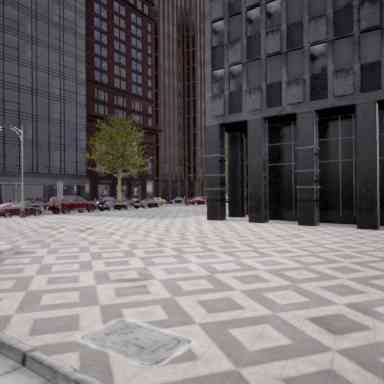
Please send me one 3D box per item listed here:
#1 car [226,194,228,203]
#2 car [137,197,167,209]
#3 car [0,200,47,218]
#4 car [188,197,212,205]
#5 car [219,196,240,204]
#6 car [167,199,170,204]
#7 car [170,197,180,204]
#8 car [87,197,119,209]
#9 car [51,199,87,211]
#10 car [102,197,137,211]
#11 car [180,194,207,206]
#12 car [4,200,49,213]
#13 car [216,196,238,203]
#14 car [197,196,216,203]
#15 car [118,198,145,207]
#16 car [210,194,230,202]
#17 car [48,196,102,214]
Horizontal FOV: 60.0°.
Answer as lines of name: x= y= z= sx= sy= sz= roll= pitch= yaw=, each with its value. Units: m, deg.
car: x=3.826 y=1.222 z=57.154 sx=2.192 sy=1.841 sz=5.009 roll=-1 pitch=0 yaw=35
car: x=-5.760 y=1.508 z=43.215 sx=1.947 sy=1.339 sz=4.313 roll=-1 pitch=0 yaw=35
car: x=-15.348 y=1.576 z=29.279 sx=1.802 sy=1.307 sz=4.206 roll=-1 pitch=0 yaw=35
car: x=1.478 y=1.539 z=58.274 sx=1.895 sy=1.301 sz=4.718 roll=-1 pitch=0 yaw=34
car: x=7.024 y=1.463 z=61.797 sx=1.947 sy=1.339 sz=4.313 roll=-1 pitch=0 yaw=35
car: x=-6.484 y=1.544 z=57.203 sx=1.752 sy=1.417 sz=4.829 roll=-1 pitch=0 yaw=35
car: x=-3.191 y=1.574 z=61.990 sx=1.947 sy=1.339 sz=4.313 roll=-1 pitch=0 yaw=35
car: x=-12.782 y=1.483 z=48.051 sx=1.967 sy=1.590 sz=4.097 roll=-1 pitch=0 yaw=35
car: x=-15.977 y=1.641 z=43.405 sx=1.802 sy=1.307 sz=4.206 roll=-1 pitch=0 yaw=35
car: x=-8.956 y=1.524 z=38.570 sx=1.947 sy=1.339 sz=4.313 roll=-1 pitch=0 yaw=35
car: x=0.631 y=1.462 z=52.507 sx=1.887 sy=1.381 sz=4.507 roll=-1 pitch=0 yaw=35
car: x=-19.173 y=1.641 z=38.760 sx=1.947 sy=1.339 sz=4.313 roll=-1 pitch=0 yaw=35
car: x=7.141 y=1.469 z=66.503 sx=2.033 sy=1.411 sz=5.357 roll=-1 pitch=0 yaw=35
car: x=3.202 y=1.534 z=71.282 sx=1.887 sy=1.381 sz=4.507 roll=-1 pitch=0 yaw=35
car: x=-9.584 y=1.612 z=52.697 sx=1.802 sy=1.307 sz=4.206 roll=-1 pitch=0 yaw=35
car: x=6.397 y=1.295 z=75.929 sx=2.192 sy=1.841 sz=5.009 roll=-1 pitch=0 yaw=35
car: x=-12.154 y=1.289 z=33.926 sx=2.192 sy=1.841 sz=5.009 roll=-1 pitch=0 yaw=35
